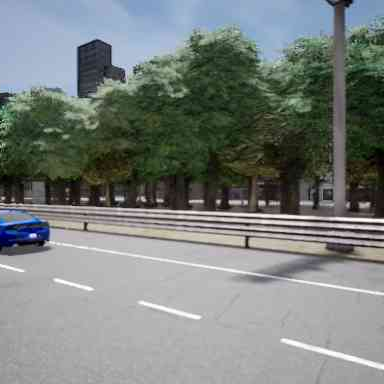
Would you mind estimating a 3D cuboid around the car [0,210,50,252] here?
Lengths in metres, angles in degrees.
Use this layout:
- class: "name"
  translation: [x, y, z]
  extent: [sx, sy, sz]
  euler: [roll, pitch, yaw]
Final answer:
- class: "car"
  translation: [-7.949, 1.497, 13.841]
  extent: [5.008, 1.535, 1.882]
  euler: [0, 0, 36]
